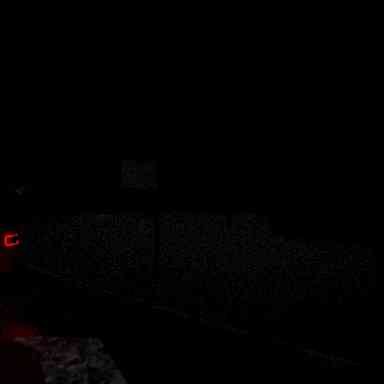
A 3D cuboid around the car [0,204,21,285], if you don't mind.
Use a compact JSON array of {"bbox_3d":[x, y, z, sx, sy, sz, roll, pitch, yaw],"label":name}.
[{"bbox_3d":[-6.339,1.192,8.321,5.566,2.045,2.150,1,0,41],"label":"car"}]
